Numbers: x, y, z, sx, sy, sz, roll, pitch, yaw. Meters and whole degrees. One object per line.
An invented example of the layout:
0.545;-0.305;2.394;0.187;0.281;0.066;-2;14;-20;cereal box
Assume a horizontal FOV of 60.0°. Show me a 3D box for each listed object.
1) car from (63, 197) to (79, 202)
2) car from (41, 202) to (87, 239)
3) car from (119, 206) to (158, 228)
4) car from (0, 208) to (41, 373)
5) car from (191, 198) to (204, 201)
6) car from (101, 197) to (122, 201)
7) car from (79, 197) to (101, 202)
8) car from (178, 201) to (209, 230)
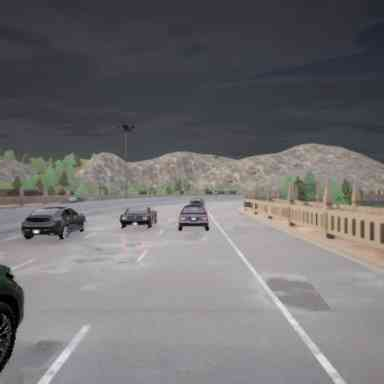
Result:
-18.939;1.528;53.621;1.812;1.442;4.674;0;0;11;car
-6.904;1.506;17.158;1.837;1.490;4.892;0;0;0;car
-3.405;1.602;22.087;1.895;1.301;4.718;0;0;0;car
-3.401;1.222;2.258;2.150;2.045;5.566;0;0;0;car
0.791;1.506;42.608;1.837;1.490;4.892;0;0;6;car
-12.026;1.602;52.500;1.895;1.301;4.718;0;0;11;car
-15.473;1.515;53.109;1.837;1.490;4.892;0;0;11;car
0.096;1.548;21.120;2.033;1.411;5.357;0;0;0;car
